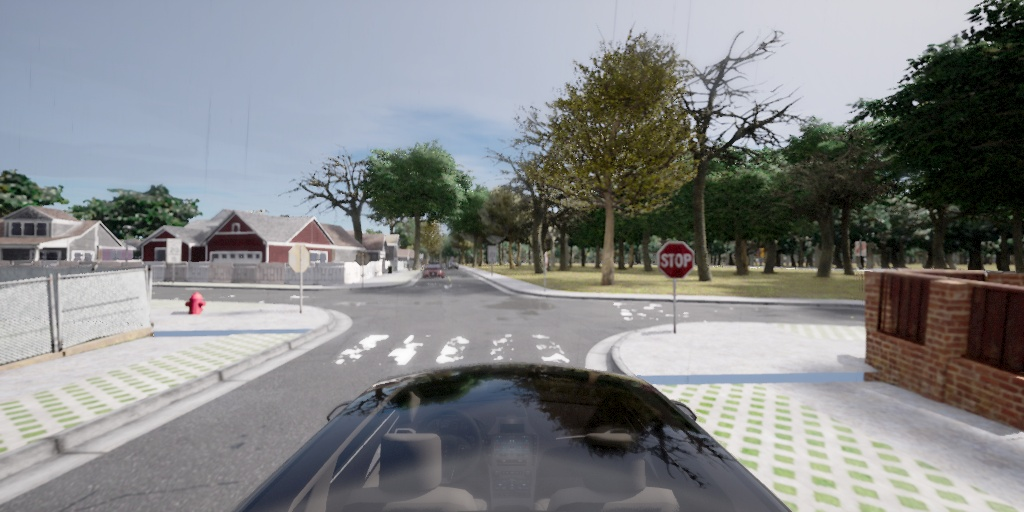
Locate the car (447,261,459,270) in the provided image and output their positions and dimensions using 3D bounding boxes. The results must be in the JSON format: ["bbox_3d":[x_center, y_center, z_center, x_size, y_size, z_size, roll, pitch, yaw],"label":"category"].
[{"bbox_3d":[-10.217,1.783,62.057,1.895,1.301,4.718,0,-1,-11],"label":"car"}]

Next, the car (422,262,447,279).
[{"bbox_3d":[-7.477,1.469,34.207,1.994,1.385,4.181,0,0,-11],"label":"car"}]
